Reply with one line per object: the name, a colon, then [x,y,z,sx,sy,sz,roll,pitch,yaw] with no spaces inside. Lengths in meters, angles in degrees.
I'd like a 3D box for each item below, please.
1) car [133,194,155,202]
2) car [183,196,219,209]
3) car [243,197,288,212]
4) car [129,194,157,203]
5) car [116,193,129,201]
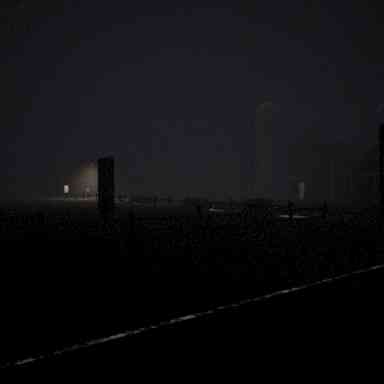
car: [-8.677,1.084,59.318,1.895,1.301,4.718,-1,1,-36]
car: [0.994,1.251,40.961,2.033,1.411,5.357,-1,1,-36]
car: [7.071,1.306,32.507,1.837,1.490,4.892,-1,1,-36]
car: [-7.604,1.109,52.960,2.033,1.411,5.357,-1,1,-35]
car: [-13.535,0.905,66.048,1.837,1.490,4.892,-1,1,-36]
